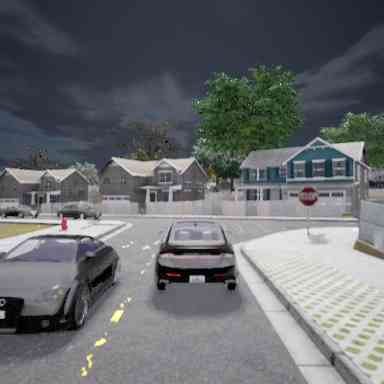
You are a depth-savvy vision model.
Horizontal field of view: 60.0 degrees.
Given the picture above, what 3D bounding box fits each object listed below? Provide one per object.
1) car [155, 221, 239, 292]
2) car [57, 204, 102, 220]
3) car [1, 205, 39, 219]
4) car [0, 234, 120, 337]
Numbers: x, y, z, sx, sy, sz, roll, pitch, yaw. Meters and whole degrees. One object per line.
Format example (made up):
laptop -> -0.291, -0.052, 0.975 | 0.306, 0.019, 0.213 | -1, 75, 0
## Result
car -> 0.102, 1.532, 9.068 | 2.128, 1.511, 4.902 | 0, 0, 0
car -> -10.544, 1.876, 31.059 | 4.892, 1.490, 1.837 | -2, -2, 32
car -> -18.621, 2.139, 35.972 | 4.902, 1.511, 2.128 | -2, -2, 30
car -> -2.807, 1.593, 6.783 | 1.994, 1.385, 4.181 | 0, 0, 1
